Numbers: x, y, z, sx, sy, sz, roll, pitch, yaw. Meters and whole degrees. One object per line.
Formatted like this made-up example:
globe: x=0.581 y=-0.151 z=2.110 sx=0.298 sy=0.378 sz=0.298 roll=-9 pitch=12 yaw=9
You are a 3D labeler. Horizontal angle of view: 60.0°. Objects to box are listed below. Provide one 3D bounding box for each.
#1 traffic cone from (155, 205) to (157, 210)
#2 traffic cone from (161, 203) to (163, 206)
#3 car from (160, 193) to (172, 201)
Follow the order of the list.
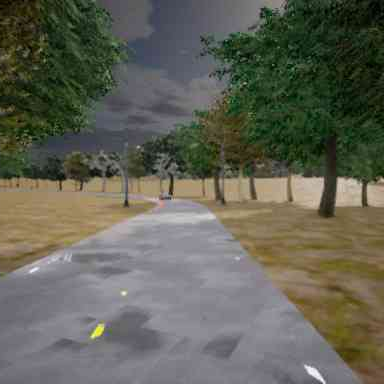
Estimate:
traffic cone: x=-4.170 y=1.811 z=38.032 sx=0.340 sy=0.580 sz=0.340 roll=0 pitch=0 yaw=0
traffic cone: x=-4.170 y=1.775 z=43.010 sx=0.340 sy=0.580 sz=0.340 roll=0 pitch=0 yaw=-1
car: x=-5.357 y=0.965 z=67.419 sx=1.882 sy=1.535 sz=5.008 roll=-1 pitch=1 yaw=-15
